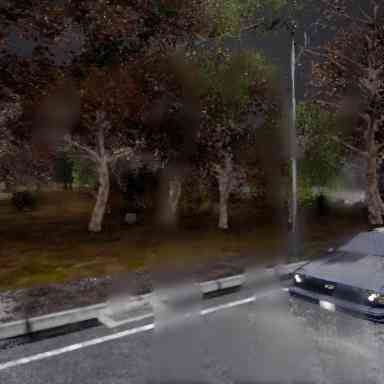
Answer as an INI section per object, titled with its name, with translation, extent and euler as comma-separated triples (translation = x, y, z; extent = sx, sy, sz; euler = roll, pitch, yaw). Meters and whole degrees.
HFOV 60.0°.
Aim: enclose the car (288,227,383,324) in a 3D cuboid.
[car]
translation = 4.445, 1.501, 7.134
extent = 5.357, 1.411, 2.033
euler = -1, 0, -35
